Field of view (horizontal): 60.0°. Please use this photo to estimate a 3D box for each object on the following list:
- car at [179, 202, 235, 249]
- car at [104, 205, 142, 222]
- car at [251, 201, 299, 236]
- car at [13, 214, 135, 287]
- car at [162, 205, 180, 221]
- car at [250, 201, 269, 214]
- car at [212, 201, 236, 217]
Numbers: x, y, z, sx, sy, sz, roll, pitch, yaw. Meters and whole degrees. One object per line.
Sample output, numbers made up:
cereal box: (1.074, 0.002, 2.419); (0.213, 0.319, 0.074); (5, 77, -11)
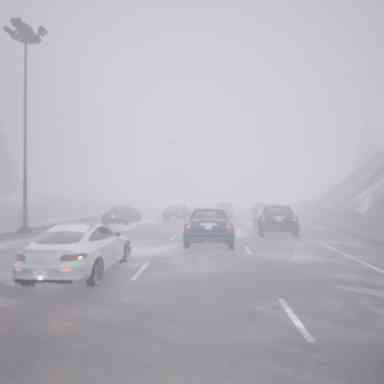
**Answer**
car: (0.823, 1.435, 15.285); (2.097, 1.767, 4.553); (0, 0, 5)
car: (-5.177, 1.691, 24.935); (1.994, 1.385, 4.181); (0, 0, 7)
car: (4.710, 1.461, 19.200); (2.097, 1.767, 4.553); (0, 0, 6)
car: (-3.094, 1.573, 9.344); (1.812, 1.442, 4.674); (0, 0, 3)
car: (-1.133, 1.753, 28.707); (1.895, 1.301, 4.718); (0, 0, 9)
car: (7.863, 1.780, 38.675); (1.994, 1.385, 4.181); (0, 0, 12)
car: (3.432, 1.737, 34.664); (2.033, 1.411, 5.357); (0, 0, 11)
